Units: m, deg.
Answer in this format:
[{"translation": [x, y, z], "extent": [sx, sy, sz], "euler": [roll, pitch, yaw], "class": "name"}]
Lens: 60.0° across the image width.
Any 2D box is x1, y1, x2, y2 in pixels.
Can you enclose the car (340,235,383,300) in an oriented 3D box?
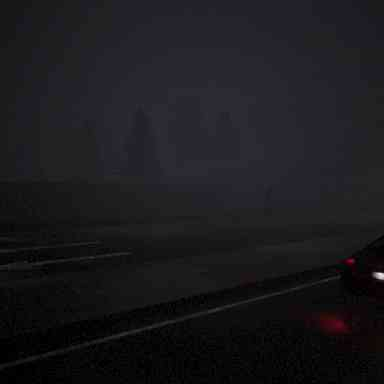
[{"translation": [5.213, 1.564, 7.466], "extent": [4.181, 1.385, 1.994], "euler": [0, 0, -35], "class": "car"}]
